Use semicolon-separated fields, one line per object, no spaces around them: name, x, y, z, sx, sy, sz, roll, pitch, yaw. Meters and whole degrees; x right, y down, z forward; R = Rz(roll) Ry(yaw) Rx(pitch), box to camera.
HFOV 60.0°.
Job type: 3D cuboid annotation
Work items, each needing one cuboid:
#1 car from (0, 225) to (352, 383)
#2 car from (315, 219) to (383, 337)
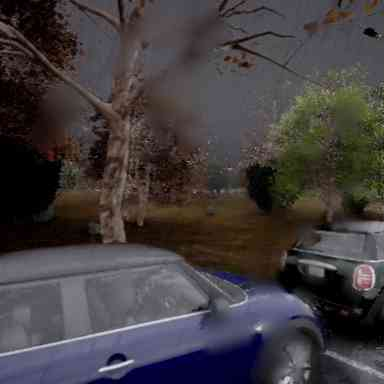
car;-0.646;1.359;3.594;4.553;1.767;2.185;0;0;-33
car;3.896;1.375;6.821;4.553;1.767;2.185;0;0;-33
